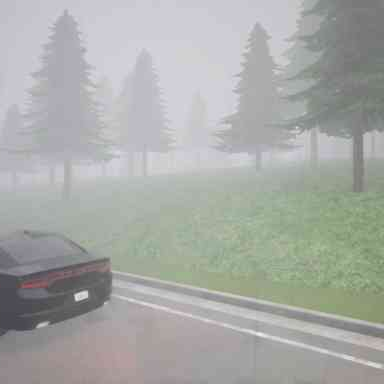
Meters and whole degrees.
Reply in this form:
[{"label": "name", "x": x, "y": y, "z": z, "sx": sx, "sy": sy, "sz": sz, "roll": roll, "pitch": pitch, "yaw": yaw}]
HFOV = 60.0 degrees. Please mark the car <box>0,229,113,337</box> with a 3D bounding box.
[{"label": "car", "x": -3.749, "y": 1.477, "z": 6.650, "sx": 5.008, "sy": 1.535, "sz": 1.882, "roll": 0, "pitch": 0, "yaw": 35}]
